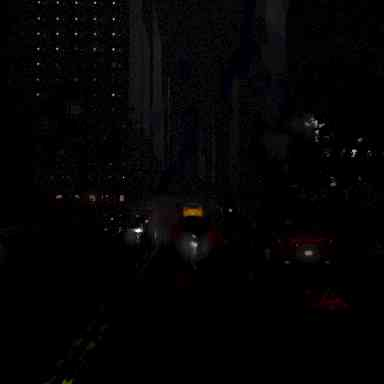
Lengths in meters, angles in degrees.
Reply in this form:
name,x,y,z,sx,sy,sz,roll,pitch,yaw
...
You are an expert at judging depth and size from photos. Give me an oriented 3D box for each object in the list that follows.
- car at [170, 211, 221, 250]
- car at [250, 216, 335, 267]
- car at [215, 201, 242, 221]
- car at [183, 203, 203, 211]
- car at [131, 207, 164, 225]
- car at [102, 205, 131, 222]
name,x,y,z,sx,sy,sz,roll,pitch,yaw
car,0.092,1.763,15.045,1.895,1.301,4.718,0,-1,0
car,3.334,1.607,11.969,1.882,1.535,5.008,0,0,0
car,3.336,1.677,31.037,2.097,1.767,4.553,0,-1,0
car,0.088,1.819,32.699,1.882,1.535,5.008,0,-1,0
car,-3.355,1.884,26.932,1.895,1.301,4.718,0,-1,0
car,-6.604,1.863,30.151,2.033,1.411,5.357,0,-1,0
